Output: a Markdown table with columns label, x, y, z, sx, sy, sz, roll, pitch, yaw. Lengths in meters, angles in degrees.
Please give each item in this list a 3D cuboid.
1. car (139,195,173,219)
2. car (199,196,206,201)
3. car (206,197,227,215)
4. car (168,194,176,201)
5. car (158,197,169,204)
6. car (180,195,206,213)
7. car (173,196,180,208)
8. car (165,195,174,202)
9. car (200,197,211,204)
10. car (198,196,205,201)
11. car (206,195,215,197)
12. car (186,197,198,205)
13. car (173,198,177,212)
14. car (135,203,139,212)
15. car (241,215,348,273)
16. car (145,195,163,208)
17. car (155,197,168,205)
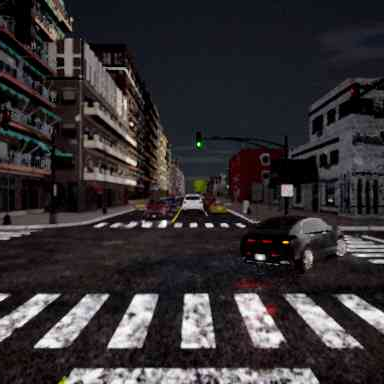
| label | x | y | z | sx | sy | sz | roll | pitch | yaw |
| --- | --- | --- | --- | --- | --- | --- | --- | --- | --- |
| car | -3.099 | 1.409 | 29.473 | 2.097 | 1.767 | 4.553 | 0 | 0 | 0 |
| car | 2.694 | 1.760 | 89.955 | 1.752 | 1.417 | 4.829 | 0 | 0 | 0 |
| car | 2.694 | 1.594 | 34.563 | 1.752 | 1.417 | 4.829 | 0 | 0 | 0 |
| car | -5.686 | 1.570 | 95.325 | 2.192 | 1.841 | 5.009 | 0 | 0 | 0 |
| car | -5.687 | 1.683 | 67.457 | 1.752 | 1.417 | 4.829 | 0 | 0 | 0 |
| car | 0.099 | 1.297 | 37.788 | 2.150 | 2.045 | 5.566 | 0 | 0 | 0 |
| car | -3.013 | 1.626 | 47.472 | 1.812 | 1.442 | 4.674 | 0 | 0 | 0 |
| car | -5.686 | 1.655 | 84.245 | 1.967 | 1.590 | 4.097 | 0 | 0 | 0 |
| car | 2.694 | 1.709 | 67.628 | 2.008 | 1.369 | 4.403 | 0 | 0 | 0 |
| car | 2.694 | 1.806 | 95.324 | 2.008 | 1.369 | 4.403 | 0 | 0 | 0 |
| car | 2.695 | 1.424 | 51.011 | 2.192 | 1.841 | 5.009 | 0 | 0 | 0 |
| car | 0.015 | 1.689 | 62.084 | 2.033 | 1.411 | 5.357 | 0 | 0 | 0 |
| car | -3.075 | 1.678 | 38.416 | 1.895 | 1.301 | 4.718 | 0 | 0 | 0 |
| car | -5.687 | 1.606 | 39.761 | 1.752 | 1.417 | 4.829 | 0 | 0 | 0 |
| car | 3.468 | 1.524 | 10.904 | 1.837 | 1.490 | 4.892 | -3 | -2 | 41 |
| car | -5.686 | 1.424 | 51.010 | 2.192 | 1.841 | 5.009 | 0 | 0 | 0 |
| car | -5.687 | 1.692 | 62.088 | 2.008 | 1.369 | 4.403 | 0 | 0 | 0 |
